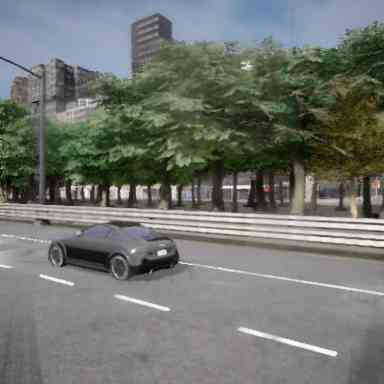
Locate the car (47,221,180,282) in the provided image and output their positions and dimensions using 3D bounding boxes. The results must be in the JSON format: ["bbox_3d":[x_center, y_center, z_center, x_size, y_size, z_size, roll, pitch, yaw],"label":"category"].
[{"bbox_3d":[-2.416,1.566,9.901,4.181,1.385,1.994,0,0,36],"label":"car"}]
